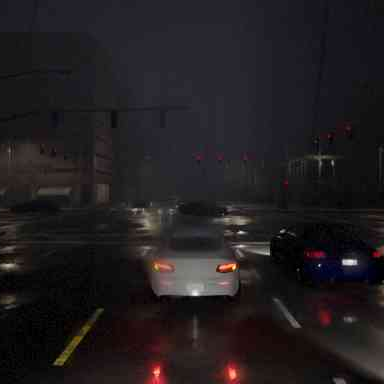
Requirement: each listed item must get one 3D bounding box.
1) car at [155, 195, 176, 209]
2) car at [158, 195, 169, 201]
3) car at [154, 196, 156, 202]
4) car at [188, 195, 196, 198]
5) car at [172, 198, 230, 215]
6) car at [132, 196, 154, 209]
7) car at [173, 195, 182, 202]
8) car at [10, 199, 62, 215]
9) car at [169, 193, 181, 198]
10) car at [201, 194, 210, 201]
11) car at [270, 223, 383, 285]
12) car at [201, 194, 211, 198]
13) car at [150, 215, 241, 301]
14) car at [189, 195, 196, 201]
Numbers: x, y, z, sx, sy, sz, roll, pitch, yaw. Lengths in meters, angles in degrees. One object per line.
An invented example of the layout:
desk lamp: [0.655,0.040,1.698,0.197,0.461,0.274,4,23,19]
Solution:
car: [-3.577,1.526,46.185,1.812,1.442,4.674,0,0,0]
car: [-6.968,1.524,81.551,2.033,1.411,5.357,0,0,0]
car: [-6.998,1.478,66.298,1.882,1.535,5.008,0,0,0]
car: [0.030,1.518,77.887,2.128,1.511,4.902,0,0,0]
car: [0.883,1.510,29.891,2.033,1.411,5.357,0,0,-40]
car: [-7.083,1.547,46.520,2.033,1.411,5.357,0,0,0]
car: [-3.470,1.475,77.799,1.882,1.535,5.008,0,0,0]
car: [-15.322,1.469,32.773,4.674,1.442,1.812,0,1,-4]
car: [-3.527,1.224,63.349,2.150,2.045,5.566,0,0,0]
car: [3.534,1.316,86.968,2.097,1.767,4.553,0,0,0]
car: [3.582,1.564,9.545,1.994,1.385,4.181,0,0,0]
car: [3.531,1.546,78.443,1.994,1.385,4.181,0,0,0]
car: [0.073,1.526,8.177,1.812,1.442,4.674,0,0,0]
car: [0.034,1.493,87.215,1.812,1.442,4.674,0,0,0]
